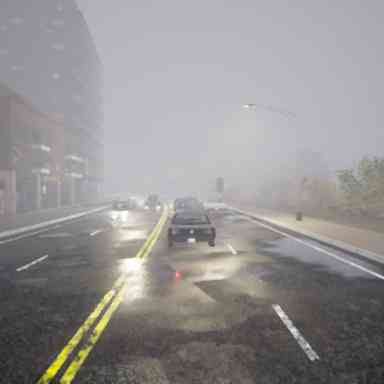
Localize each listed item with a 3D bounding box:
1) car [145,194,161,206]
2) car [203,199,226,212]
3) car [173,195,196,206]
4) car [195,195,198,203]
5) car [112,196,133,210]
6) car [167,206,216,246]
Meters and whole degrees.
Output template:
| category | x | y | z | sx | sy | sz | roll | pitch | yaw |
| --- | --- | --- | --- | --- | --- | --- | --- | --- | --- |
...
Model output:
| category | x | y | z | sx | sy | sz | roll | pitch | yaw |
| --- | --- | --- | --- | --- | --- | --- | --- | --- | --- |
| car | -5.492 | 1.068 | 47.056 | 2.097 | 1.767 | 4.553 | 0 | 0 | -5 |
| car | 2.239 | 1.363 | 34.377 | 1.895 | 1.301 | 4.718 | 0 | 0 | -4 |
| car | -1.109 | 1.318 | 36.020 | 2.033 | 1.411 | 5.357 | 0 | 0 | -4 |
| car | -0.085 | 1.198 | 58.644 | 1.895 | 1.301 | 4.718 | 0 | 0 | -7 |
| car | -8.063 | 1.282 | 38.828 | 2.128 | 1.511 | 4.902 | 0 | 1 | -4 |
| car | -0.075 | 1.509 | 14.693 | 1.895 | 1.301 | 4.718 | 0 | 0 | -2 |
